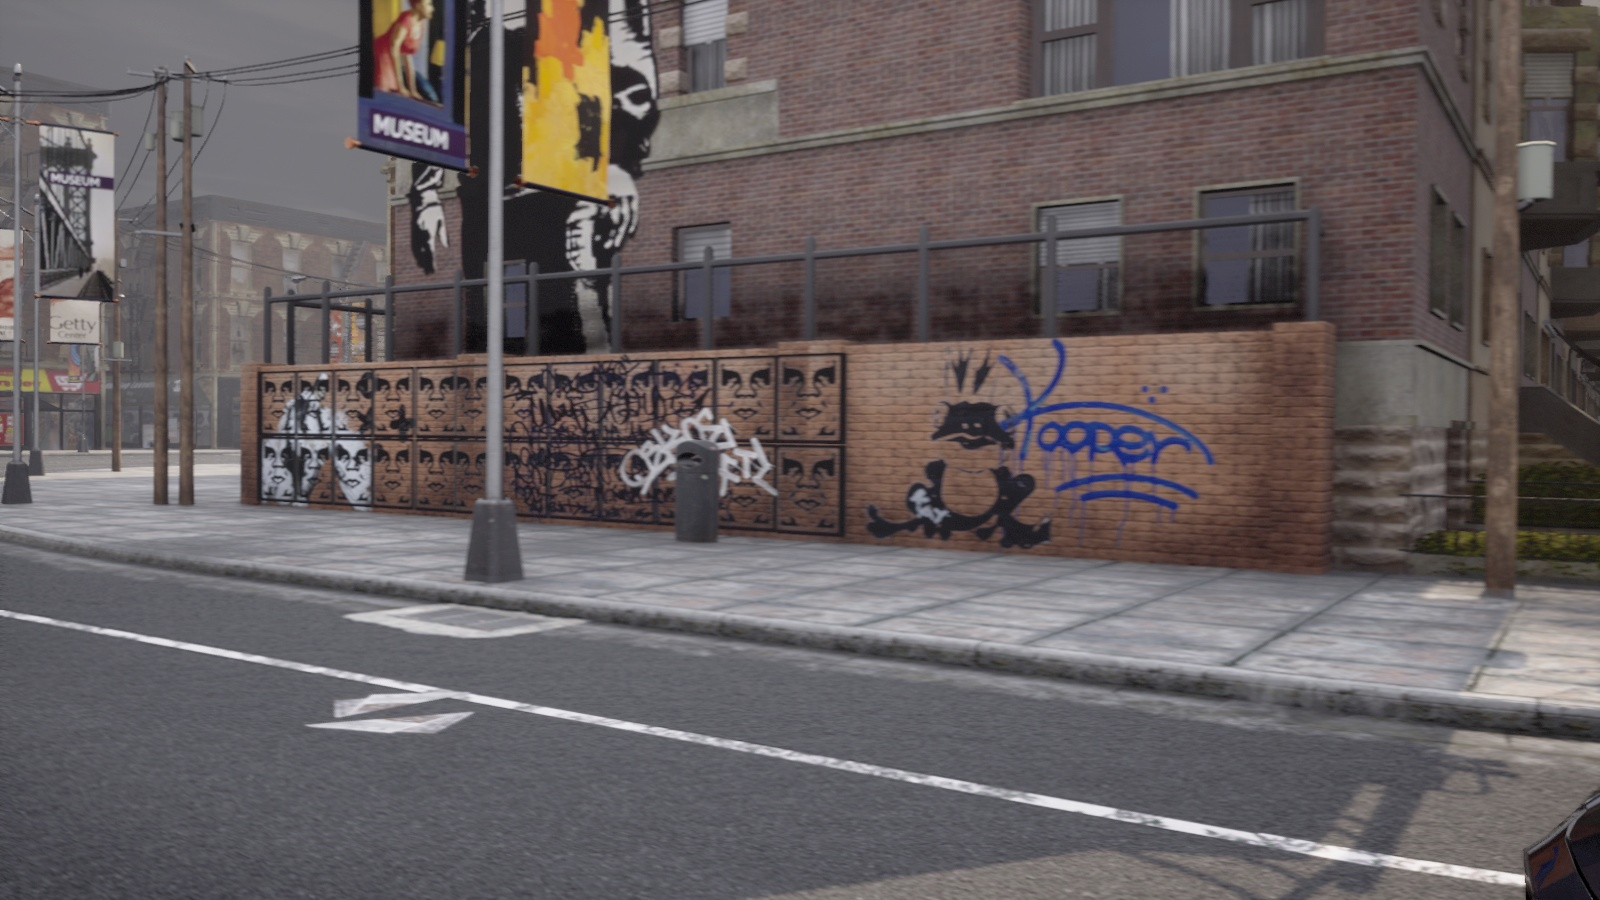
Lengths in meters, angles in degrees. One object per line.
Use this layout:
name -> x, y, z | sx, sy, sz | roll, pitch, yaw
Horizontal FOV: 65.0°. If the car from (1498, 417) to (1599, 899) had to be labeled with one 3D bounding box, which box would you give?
car -> 3.564, 0.681, 1.328 | 4.792, 1.488, 2.163 | 0, 1, 25
